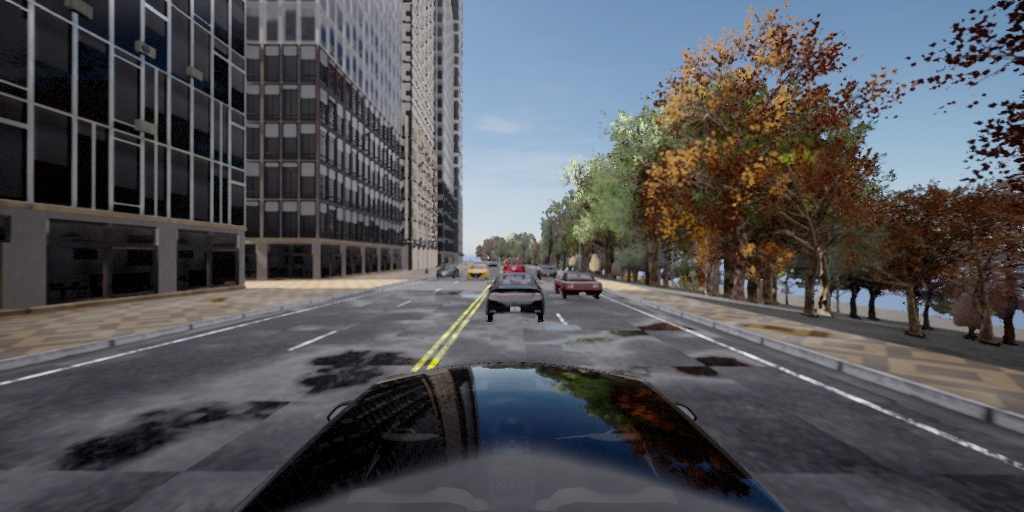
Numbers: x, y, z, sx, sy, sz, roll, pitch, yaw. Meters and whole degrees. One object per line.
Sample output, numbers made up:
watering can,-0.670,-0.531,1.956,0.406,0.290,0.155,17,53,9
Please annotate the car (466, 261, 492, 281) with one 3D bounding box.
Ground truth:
car,-3.264,1.536,34.917,1.882,1.535,5.008,0,-1,0

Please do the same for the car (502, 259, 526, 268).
car,0.190,1.286,35.601,2.150,2.045,5.566,0,-1,0

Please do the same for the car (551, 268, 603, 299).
car,3.395,1.518,19.318,1.895,1.301,4.718,0,-1,0

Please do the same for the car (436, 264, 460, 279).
car,-6.512,1.566,36.809,2.128,1.511,4.902,0,-1,0

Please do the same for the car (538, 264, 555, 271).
car,3.439,1.562,36.180,2.128,1.511,4.902,0,0,0

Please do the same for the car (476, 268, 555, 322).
car,0.112,1.349,12.838,2.128,1.511,4.902,0,0,0
